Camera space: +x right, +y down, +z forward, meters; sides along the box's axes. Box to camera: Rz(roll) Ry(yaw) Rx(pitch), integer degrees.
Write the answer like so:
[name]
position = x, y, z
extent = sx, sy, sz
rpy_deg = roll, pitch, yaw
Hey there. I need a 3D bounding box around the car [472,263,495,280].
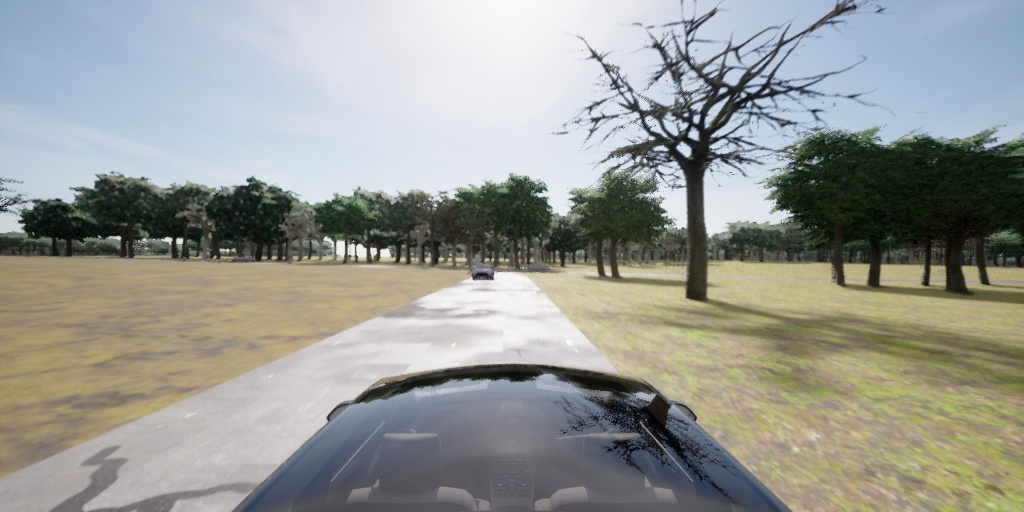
[car]
position = -2.861, 1.529, 36.444
extent = 2.097, 1.767, 4.553
rpy_deg = 0, -1, 0
